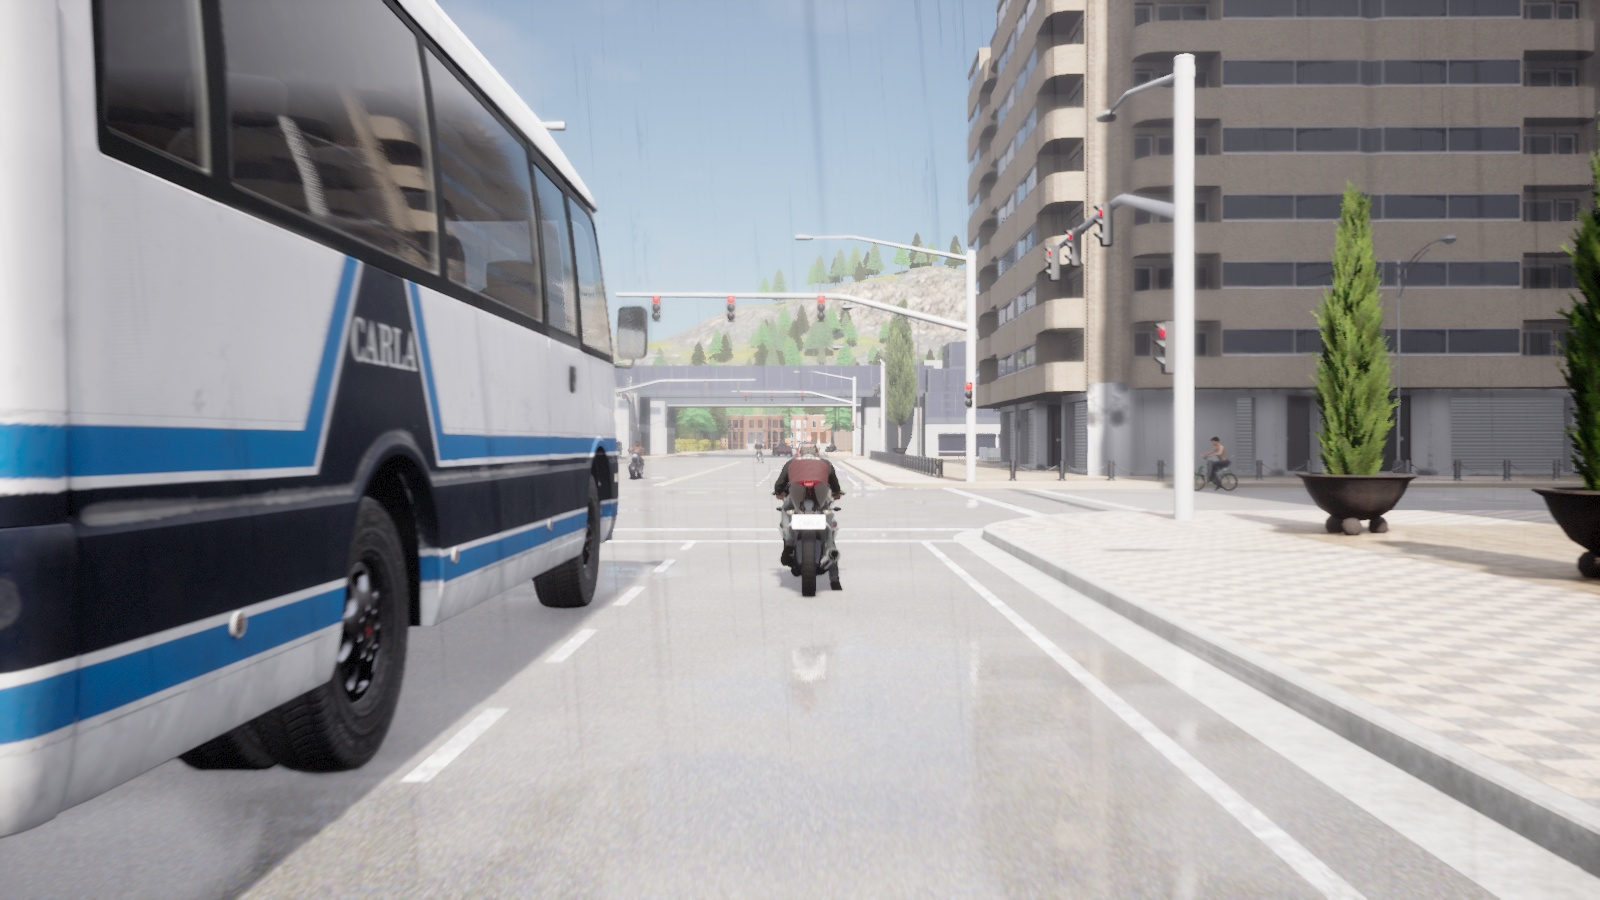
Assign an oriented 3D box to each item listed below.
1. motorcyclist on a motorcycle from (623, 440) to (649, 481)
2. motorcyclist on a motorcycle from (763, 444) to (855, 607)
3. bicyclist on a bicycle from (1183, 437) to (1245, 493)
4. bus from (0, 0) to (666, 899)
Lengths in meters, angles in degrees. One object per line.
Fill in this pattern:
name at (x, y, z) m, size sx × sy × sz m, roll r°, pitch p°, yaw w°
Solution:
motorcyclist on a motorcycle at (-6.693, 0.402, 51.400) m, size 0.766 × 1.649 × 2.350 m, roll 0°, pitch 0°, yaw 0°
motorcyclist on a motorcycle at (0.089, 0.708, 12.968) m, size 0.866 × 1.530 × 2.191 m, roll 0°, pitch 0°, yaw 0°
bicyclist on a bicycle at (12.138, 0.430, 36.851) m, size 1.509 × 1.612 × 0.866 m, roll 0°, pitch 0°, yaw 0°
bus at (-3.436, -0.679, 8.293) m, size 3.944 × 4.253 × 10.273 m, roll 0°, pitch 0°, yaw 0°
